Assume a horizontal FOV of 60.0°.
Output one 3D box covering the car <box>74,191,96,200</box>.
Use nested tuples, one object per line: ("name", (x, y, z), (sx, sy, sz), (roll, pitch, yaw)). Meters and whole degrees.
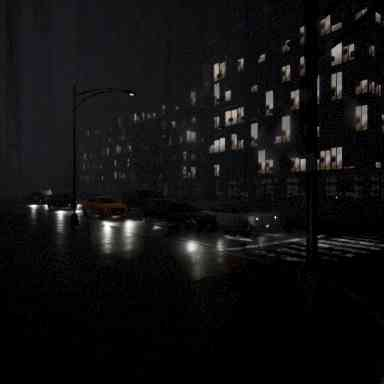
("car", (-17.848, 0.599, 55.286), (1.895, 1.301, 4.718), (0, 1, -38))

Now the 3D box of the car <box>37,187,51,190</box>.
("car", (-28.559, -0.025, 63.717), (2.150, 2.045, 5.566), (0, 1, -38))

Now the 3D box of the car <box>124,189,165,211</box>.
("car", (-3.583, 0.810, 26.195), (2.150, 2.045, 5.566), (0, 1, -38))

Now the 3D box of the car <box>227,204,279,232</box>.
("car", (2.449, 1.368, 18.542), (1.895, 1.301, 4.718), (0, 1, -39))

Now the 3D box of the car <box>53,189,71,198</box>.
("car", (-25.553, 0.244, 65.148), (1.882, 1.535, 5.008), (0, 1, -38))

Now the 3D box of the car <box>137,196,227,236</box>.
("car", (-0.719, 1.231, 17.286), (1.882, 1.535, 5.008), (0, 1, -37))

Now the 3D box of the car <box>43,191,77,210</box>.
("car", (-12.841, 0.898, 32.745), (1.837, 1.490, 4.892), (0, 1, -38))

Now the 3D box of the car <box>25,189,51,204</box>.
("car", (-19.206, 0.707, 40.958), (1.837, 1.490, 4.892), (0, 1, -37))

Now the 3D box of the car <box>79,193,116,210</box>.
("car", (-9.750, 0.883, 34.077), (1.882, 1.535, 5.008), (0, 1, -38))

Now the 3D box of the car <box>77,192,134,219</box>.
("car", (-6.565, 1.058, 24.732), (1.882, 1.535, 5.008), (0, 1, -38))
